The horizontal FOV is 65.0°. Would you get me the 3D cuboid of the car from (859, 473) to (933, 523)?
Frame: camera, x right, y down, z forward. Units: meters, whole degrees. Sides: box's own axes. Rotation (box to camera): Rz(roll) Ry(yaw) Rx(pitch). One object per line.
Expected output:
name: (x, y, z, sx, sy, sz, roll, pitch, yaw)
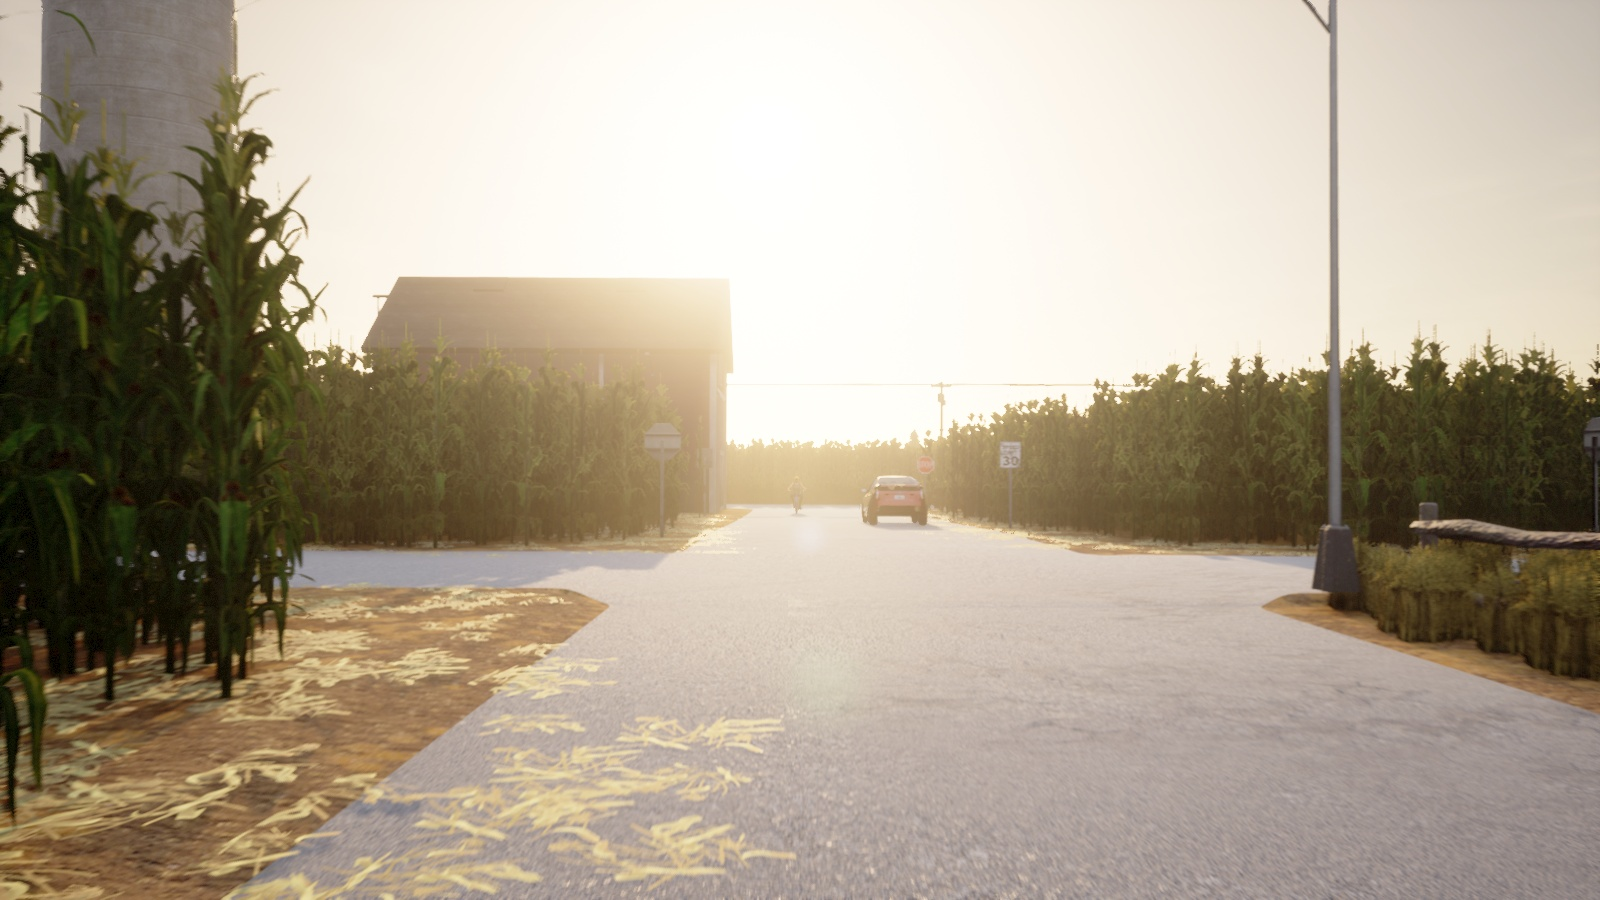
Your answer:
car: (3.003, 1.523, 40.137, 2.007, 1.525, 4.514, 0, -2, 0)
